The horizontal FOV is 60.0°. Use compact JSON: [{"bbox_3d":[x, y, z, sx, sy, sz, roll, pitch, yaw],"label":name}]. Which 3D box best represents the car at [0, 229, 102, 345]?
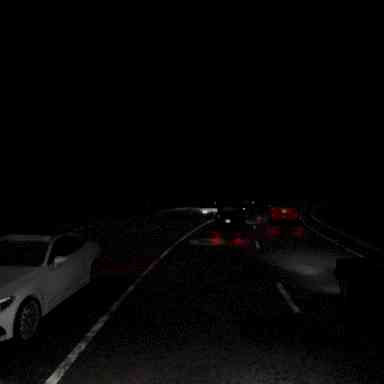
[{"bbox_3d":[-3.206,1.522,6.552,1.812,1.442,4.674,0,0,4],"label":"car"}]

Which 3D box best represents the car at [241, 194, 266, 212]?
[{"bbox_3d":[7.836,1.281,39.954,2.150,2.045,5.566,0,0,21],"label":"car"}]

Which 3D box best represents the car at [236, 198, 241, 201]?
[{"bbox_3d":[7.334,1.607,48.266,2.033,1.411,5.357,0,0,25],"label":"car"}]

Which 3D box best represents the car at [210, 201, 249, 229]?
[{"bbox_3d":[2.593,1.552,21.988,1.812,1.442,4.674,0,0,11],"label":"car"}]

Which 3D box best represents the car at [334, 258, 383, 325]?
[{"bbox_3d":[3.845,1.616,4.958,1.895,1.301,4.718,0,0,3],"label":"car"}]

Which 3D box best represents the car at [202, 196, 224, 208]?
[{"bbox_3d":[3.140,1.389,47.288,2.097,1.767,4.553,0,0,24],"label":"car"}]

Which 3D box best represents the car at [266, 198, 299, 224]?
[{"bbox_3d":[6.996,1.399,25.505,2.097,1.767,4.553,0,0,14],"label":"car"}]
